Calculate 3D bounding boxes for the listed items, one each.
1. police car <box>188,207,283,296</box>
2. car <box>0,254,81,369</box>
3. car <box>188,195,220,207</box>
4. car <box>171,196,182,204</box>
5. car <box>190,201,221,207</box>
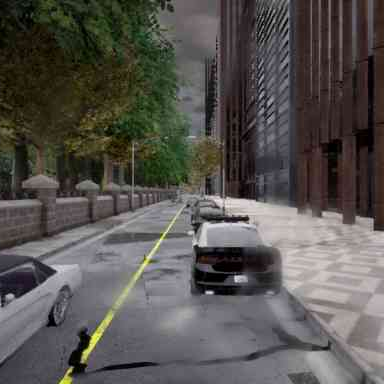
[{"bbox_3d":[0.927,1.423,8.810,1.930,1.638,5.238,0,0,0],"label":"police car"},{"bbox_3d":[-3.090,1.600,4.232,1.895,1.301,4.718,0,0,0],"label":"car"},{"bbox_3d":[0.981,1.334,24.670,2.097,1.767,4.553,0,0,0],"label":"car"},{"bbox_3d":[-2.795,1.451,61.024,2.128,1.511,4.902,0,0,0],"label":"car"},{"bbox_3d":[0.960,1.494,18.700,1.837,1.490,4.892,0,0,0],"label":"car"}]
